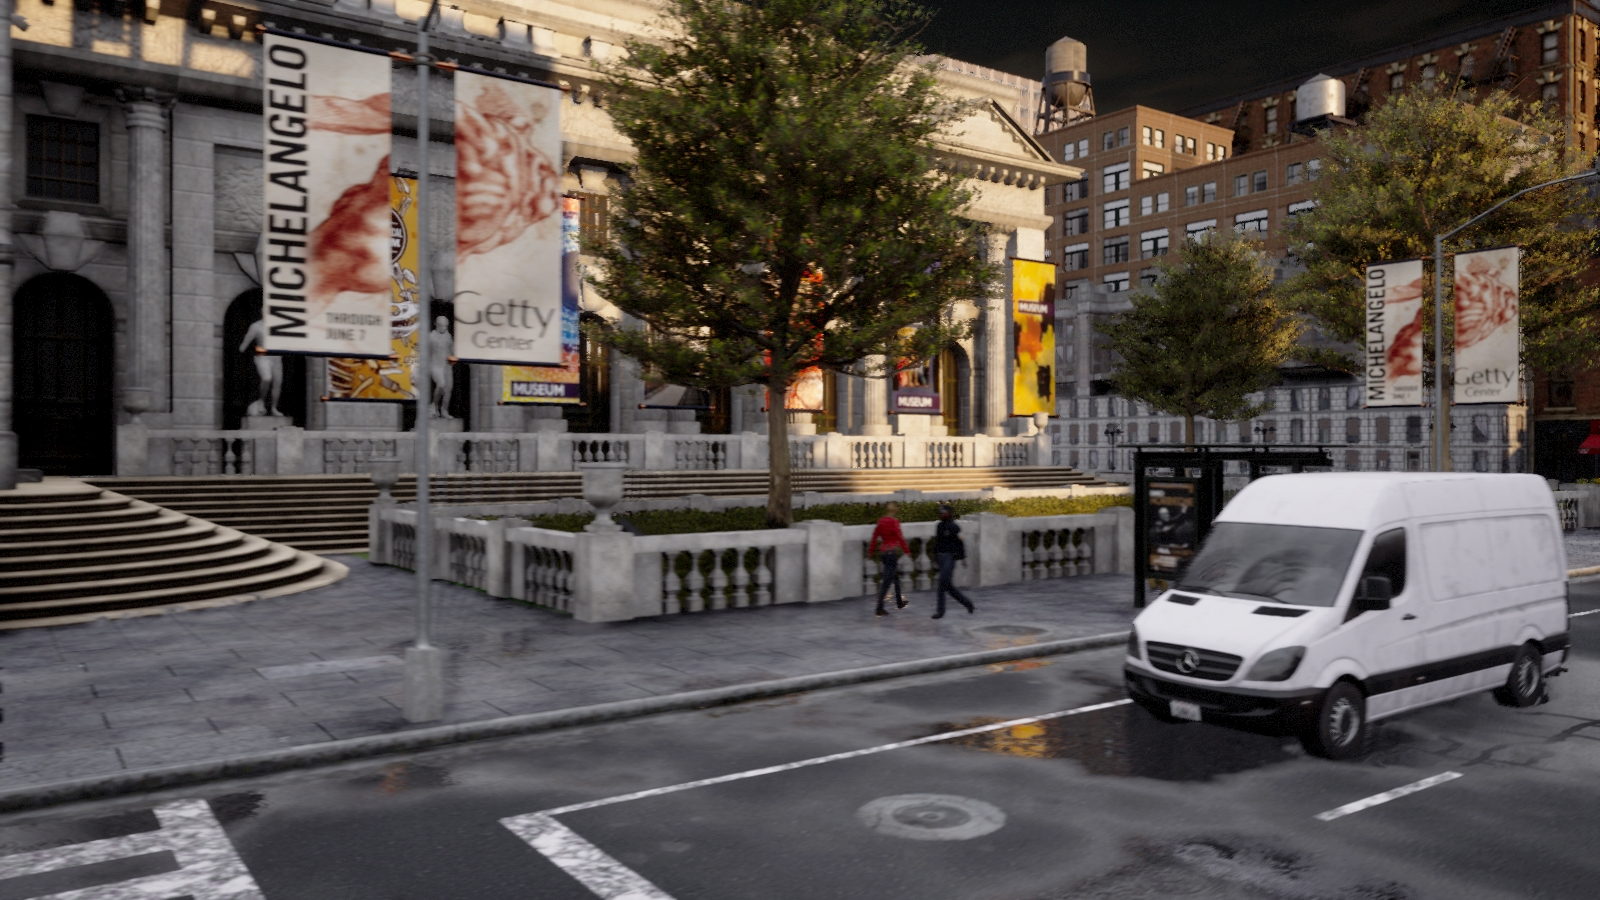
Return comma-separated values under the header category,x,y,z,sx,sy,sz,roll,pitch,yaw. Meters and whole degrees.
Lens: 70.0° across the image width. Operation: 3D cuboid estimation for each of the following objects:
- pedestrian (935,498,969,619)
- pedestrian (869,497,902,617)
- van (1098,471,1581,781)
category,x,y,z,sx,sy,sz,roll,pitch,yaw
pedestrian,2.390,1.696,18.005,0.375,1.860,0.375,0,0,-38
pedestrian,1.364,1.696,18.177,0.375,1.860,0.375,0,0,-39
van,5.954,1.535,12.211,5.915,2.561,1.988,0,0,-35
